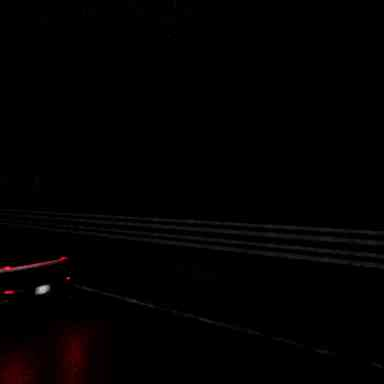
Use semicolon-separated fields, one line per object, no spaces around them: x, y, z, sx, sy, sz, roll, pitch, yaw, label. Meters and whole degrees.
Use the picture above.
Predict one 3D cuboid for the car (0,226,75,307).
-4.608;1.507;7.281;4.902;1.511;2.128;0;0;36;car
